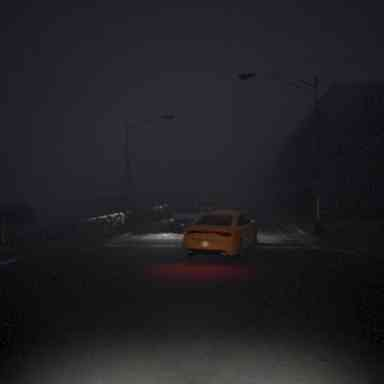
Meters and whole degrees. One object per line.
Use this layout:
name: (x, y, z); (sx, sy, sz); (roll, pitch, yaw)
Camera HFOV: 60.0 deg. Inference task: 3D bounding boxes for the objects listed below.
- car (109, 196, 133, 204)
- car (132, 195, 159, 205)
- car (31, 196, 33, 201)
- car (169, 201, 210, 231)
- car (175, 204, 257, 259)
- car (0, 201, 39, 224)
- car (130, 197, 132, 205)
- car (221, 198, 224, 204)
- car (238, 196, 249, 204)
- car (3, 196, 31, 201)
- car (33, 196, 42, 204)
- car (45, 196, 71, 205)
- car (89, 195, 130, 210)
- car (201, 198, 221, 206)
car: (-14.745, 1.615, 69.307); (4.514, 1.523, 2.007); (-1, 0, 8)
car: (-8.917, 1.372, 58.263); (5.027, 1.636, 2.152); (-1, 0, 8)
car: (-34.050, 1.951, 65.087); (3.806, 1.475, 1.970); (-1, 0, 8)
car: (-0.192, 1.553, 20.882); (1.812, 1.442, 4.674); (-1, 0, 8)
car: (1.268, 1.478, 12.817); (1.882, 1.535, 5.008); (0, 0, 20)
car: (-13.622, 1.615, 24.303); (3.633, 1.501, 1.845); (-1, 0, 8)
car: (-10.777, 1.305, 45.605); (3.866, 1.878, 1.905); (-1, 0, 8)
car: (3.204, 1.486, 43.897); (1.882, 1.535, 5.008); (-1, 0, 8)
car: (9.636, 1.432, 62.277); (2.128, 1.511, 4.902); (-1, 0, 8)
car: (-28.170, 1.786, 51.672); (4.514, 1.523, 2.007); (-1, 0, 8)
car: (-32.966, 1.656, 68.288); (3.866, 1.878, 1.905); (-1, 0, 8)
car: (-25.660, 1.565, 63.894); (4.605, 1.855, 1.932); (-1, 0, 8)
car: (-10.791, 1.322, 42.670); (4.605, 1.855, 1.932); (-1, 0, 8)
car: (1.338, 1.497, 31.262); (1.882, 1.535, 5.008); (-1, 0, 9)
